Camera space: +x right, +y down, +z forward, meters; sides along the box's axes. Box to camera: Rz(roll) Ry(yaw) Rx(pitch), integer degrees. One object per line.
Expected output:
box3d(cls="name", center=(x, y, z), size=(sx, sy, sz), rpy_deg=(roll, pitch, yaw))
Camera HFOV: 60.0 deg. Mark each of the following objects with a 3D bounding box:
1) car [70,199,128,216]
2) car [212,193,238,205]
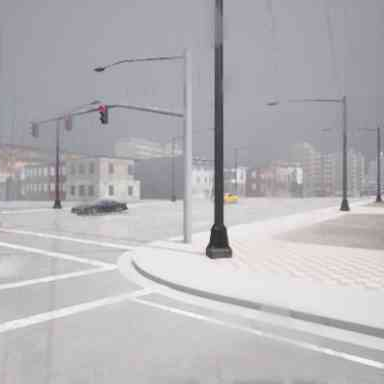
box3d(cls="car", center=(-8.300, 1.367, 30.362), size=(2.033, 1.411, 5.357), rpy_deg=(0, 1, 37))
box3d(cls="car", center=(4.771, 0.932, 47.694), size=(1.882, 1.535, 5.008), rpy_deg=(0, 1, 37))
